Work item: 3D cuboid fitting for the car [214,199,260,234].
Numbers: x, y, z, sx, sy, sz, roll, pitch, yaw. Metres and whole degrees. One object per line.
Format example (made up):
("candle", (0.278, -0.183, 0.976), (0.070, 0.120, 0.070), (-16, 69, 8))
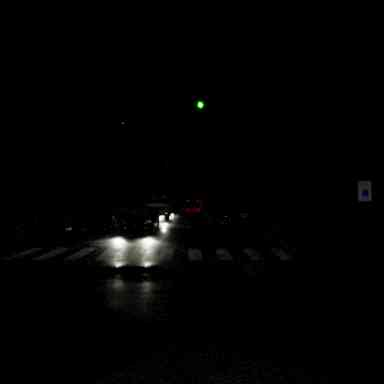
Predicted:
("car", (2.763, 1.422, 20.090), (2.192, 1.841, 5.009), (0, 0, 0))

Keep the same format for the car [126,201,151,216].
("car", (-5.761, 1.760, 36.450), (2.008, 1.369, 4.403), (0, 0, 0))

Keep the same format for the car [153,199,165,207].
("car", (-5.759, 1.931, 58.278), (1.802, 1.307, 4.206), (0, 0, 0))

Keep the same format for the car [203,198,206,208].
("car", (2.765, 1.796, 41.914), (2.008, 1.369, 4.403), (0, 0, 0))

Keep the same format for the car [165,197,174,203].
("car", (-5.756, 1.972, 85.564), (1.967, 1.590, 4.097), (0, 0, 0))

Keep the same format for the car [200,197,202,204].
("car", (2.766, 1.754, 52.827), (1.967, 1.590, 4.097), (0, 0, 0))

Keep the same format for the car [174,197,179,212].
("car", (-3.087, 1.730, 41.004), (2.128, 1.511, 4.902), (0, 0, 0))

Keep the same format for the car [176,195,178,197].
("car", (-5.756, 2.120, 91.020), (2.008, 1.369, 4.403), (0, 0, 0))

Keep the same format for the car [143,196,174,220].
("car", (-3.097, 1.394, 30.562), (2.150, 2.045, 5.566), (0, 0, 0))

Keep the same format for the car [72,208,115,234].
("car", (-5.762, 1.672, 20.080), (1.947, 1.339, 4.313), (0, 0, 0))

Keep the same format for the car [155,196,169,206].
("car", (-5.758, 1.699, 63.737), (2.192, 1.841, 5.009), (0, 0, 0))

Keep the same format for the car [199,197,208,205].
("car", (2.360, 1.935, 70.743), (1.837, 1.490, 4.892), (0, 0, 0))

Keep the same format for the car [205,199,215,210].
("car", (2.765, 1.761, 36.457), (2.008, 1.369, 4.403), (0, 0, 0))

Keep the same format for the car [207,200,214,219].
("car", (2.764, 1.741, 31.001), (1.947, 1.339, 4.313), (0, 0, 0))

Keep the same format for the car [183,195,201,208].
("car", (0.104, 1.545, 54.281), (2.150, 2.045, 5.566), (0, 0, 0))

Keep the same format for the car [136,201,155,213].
("car", (-5.760, 1.826, 41.907), (1.802, 1.307, 4.206), (0, 0, 0))

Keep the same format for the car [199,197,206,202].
("car", (2.769, 2.096, 91.191), (1.752, 1.417, 4.829), (0, 0, 0))

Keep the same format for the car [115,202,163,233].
("car", (-3.100, 1.587, 20.494), (1.882, 1.535, 5.008), (0, 0, 0))

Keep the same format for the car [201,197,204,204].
("car", (2.766, 1.720, 47.371), (1.967, 1.590, 4.097), (0, 0, 0))
